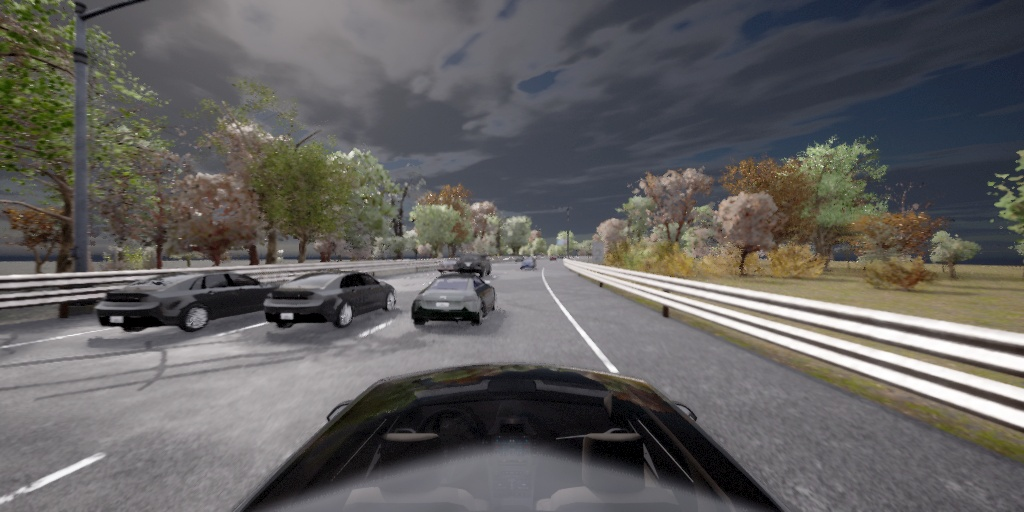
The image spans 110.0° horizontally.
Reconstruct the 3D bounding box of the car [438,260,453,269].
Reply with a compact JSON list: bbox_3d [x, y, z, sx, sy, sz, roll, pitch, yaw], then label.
[{"bbox_3d":[-6.211,1.112,37.529,2.033,1.411,5.357,0,0,7],"label":"car"}]

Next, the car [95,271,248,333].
[{"bbox_3d":[-8.799,1.190,10.573,1.837,1.490,4.892,0,0,5],"label":"car"}]

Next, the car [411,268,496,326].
[{"bbox_3d":[-1.694,1.262,11.589,1.994,1.385,4.181,0,0,5],"label":"car"}]

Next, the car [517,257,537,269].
[{"bbox_3d":[2.383,1.077,50.084,2.033,1.411,5.357,0,0,8],"label":"car"}]

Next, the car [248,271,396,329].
[{"bbox_3d":[-5.248,1.197,11.086,1.837,1.490,4.892,0,0,5],"label":"car"}]

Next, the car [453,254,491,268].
[{"bbox_3d":[-3.298,0.819,32.041,2.150,2.045,5.566,0,0,6],"label":"car"}]
